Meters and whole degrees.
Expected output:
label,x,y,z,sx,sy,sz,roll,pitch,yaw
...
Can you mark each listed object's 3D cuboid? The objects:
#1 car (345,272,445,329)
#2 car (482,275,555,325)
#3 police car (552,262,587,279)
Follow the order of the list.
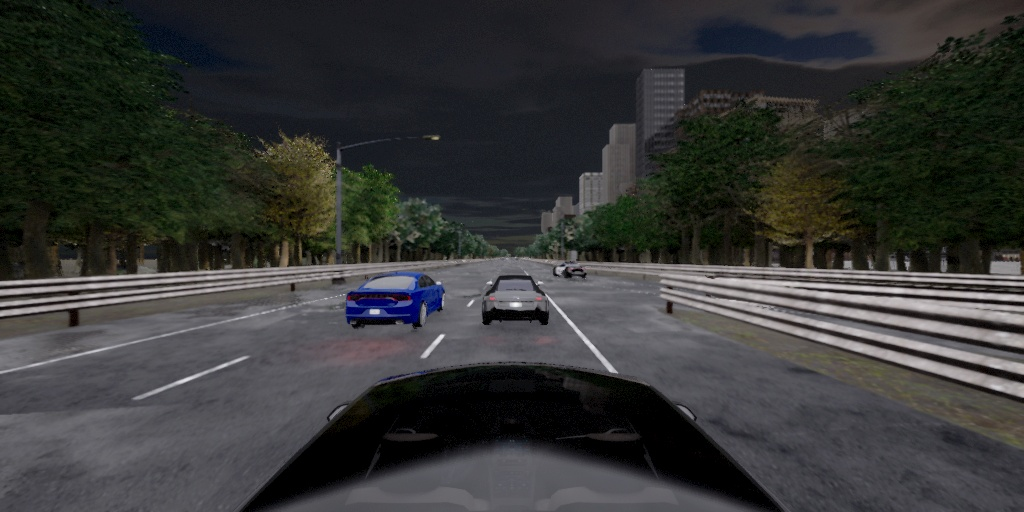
label,x,y,z,sx,sy,sz,roll,pitch,yaw
car,-3.398,1.232,11.356,1.882,1.535,5.008,0,0,0
car,0.102,1.319,11.901,1.994,1.385,4.181,0,0,0
police car,5.329,1.333,34.147,2.038,1.542,4.974,0,0,-12
